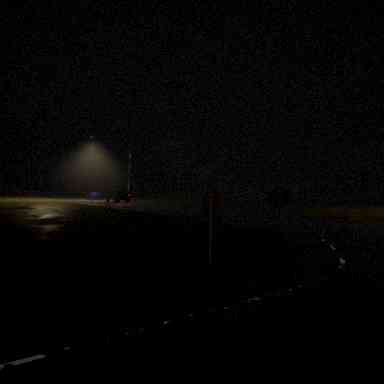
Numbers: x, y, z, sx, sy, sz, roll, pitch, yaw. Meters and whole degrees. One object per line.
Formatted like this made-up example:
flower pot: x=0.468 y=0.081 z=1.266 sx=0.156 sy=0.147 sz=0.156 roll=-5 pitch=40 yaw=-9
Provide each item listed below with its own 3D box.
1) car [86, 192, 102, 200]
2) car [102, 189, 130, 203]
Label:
car: x=-17.473 y=0.693 z=59.595 sx=1.812 sy=1.442 sz=4.674 roll=2 pitch=0 yaw=-35
car: x=-11.439 y=0.589 z=51.135 sx=2.150 sy=2.045 sz=5.566 roll=2 pitch=0 yaw=-35
